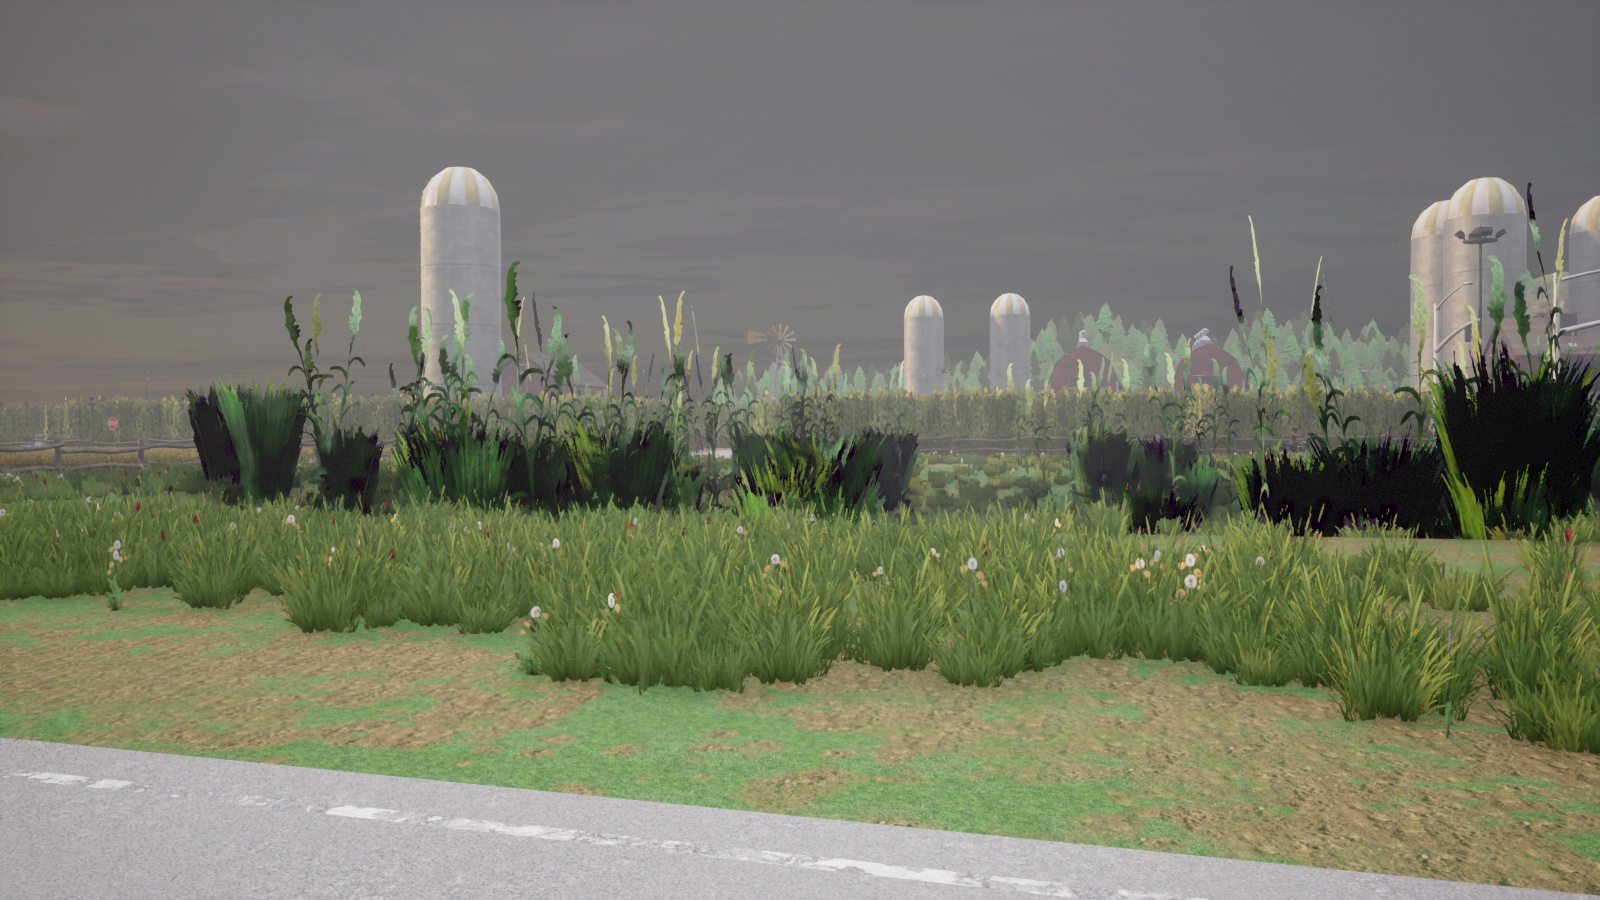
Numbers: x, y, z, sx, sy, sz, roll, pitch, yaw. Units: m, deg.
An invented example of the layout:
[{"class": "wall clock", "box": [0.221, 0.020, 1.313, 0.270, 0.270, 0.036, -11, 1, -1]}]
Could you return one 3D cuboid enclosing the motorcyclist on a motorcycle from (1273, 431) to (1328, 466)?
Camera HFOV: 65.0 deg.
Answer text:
[{"class": "motorcyclist on a motorcycle", "box": [23.929, -0.095, 60.097, 2.350, 1.649, 0.766, 1, 1, 13]}]
